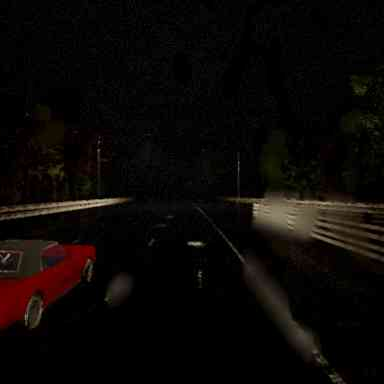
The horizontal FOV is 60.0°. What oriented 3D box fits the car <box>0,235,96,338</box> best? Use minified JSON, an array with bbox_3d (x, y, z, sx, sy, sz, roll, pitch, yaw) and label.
[{"bbox_3d":[-3.428,1.615,6.659,1.895,1.301,4.718,0,0,0],"label":"car"}]
